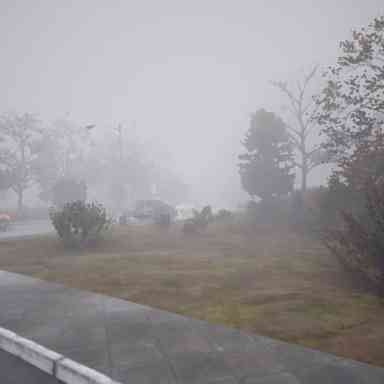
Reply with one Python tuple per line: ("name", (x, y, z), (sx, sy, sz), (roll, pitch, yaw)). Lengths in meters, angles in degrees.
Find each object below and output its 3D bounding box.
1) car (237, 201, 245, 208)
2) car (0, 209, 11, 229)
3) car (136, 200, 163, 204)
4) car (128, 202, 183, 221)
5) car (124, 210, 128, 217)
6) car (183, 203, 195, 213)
("car", (10.025, 2.379, 61.601), (1.882, 1.535, 5.008), (-3, -2, 33))
("car", (-16.885, 2.161, 26.052), (2.097, 1.767, 4.553), (-3, -2, 33))
("car", (-4.384, 1.917, 38.704), (2.150, 2.045, 5.566), (-3, -2, 32))
("car", (-3.549, 2.073, 33.424), (2.033, 1.411, 5.357), (-3, -2, 32))
("car", (-6.604, 2.391, 42.069), (1.812, 1.442, 4.674), (-3, -2, 32))
("car", (-1.310, 2.453, 50.485), (1.812, 1.442, 4.674), (-3, -2, 33))
